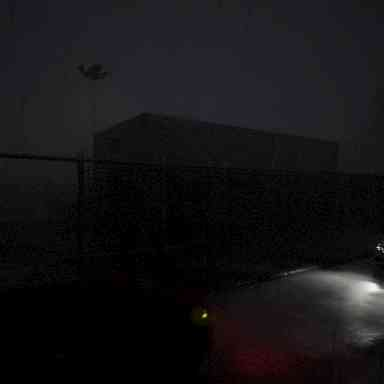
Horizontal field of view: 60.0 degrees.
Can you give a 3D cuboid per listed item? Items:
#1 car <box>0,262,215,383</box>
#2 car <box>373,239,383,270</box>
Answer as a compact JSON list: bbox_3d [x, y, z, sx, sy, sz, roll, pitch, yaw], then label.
[{"bbox_3d":[-1.876,1.528,3.243,4.674,1.442,1.812,0,0,-36],"label":"car"},{"bbox_3d":[7.231,1.503,9.802,4.674,1.442,1.812,0,0,-35],"label":"car"}]
